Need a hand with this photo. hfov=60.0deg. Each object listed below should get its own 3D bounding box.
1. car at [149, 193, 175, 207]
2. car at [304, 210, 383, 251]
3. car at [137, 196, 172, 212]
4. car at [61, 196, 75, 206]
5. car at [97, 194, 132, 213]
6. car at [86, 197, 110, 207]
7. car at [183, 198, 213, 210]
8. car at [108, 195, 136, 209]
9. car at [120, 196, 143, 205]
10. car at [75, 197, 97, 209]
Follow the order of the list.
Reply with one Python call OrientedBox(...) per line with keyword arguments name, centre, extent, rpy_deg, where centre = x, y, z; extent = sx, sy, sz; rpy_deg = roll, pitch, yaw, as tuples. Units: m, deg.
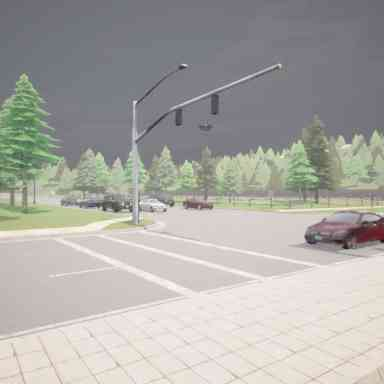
OrientedBox(name="car", centre=(-4.826, 1.221, 50.831), extent=(2.150, 2.045, 5.566), rpy_deg=(0, 0, -35))
OrientedBox(name="car", centre=(6.837, 1.526, 14.275), extent=(4.674, 1.442, 1.812), rpy_deg=(0, 0, -35))
OrientedBox(name="car", centre=(-4.637, 1.526, 38.424), extent=(1.812, 1.442, 4.674), rpy_deg=(0, 0, -35))
OrientedBox(name="car", centre=(-20.055, 1.505, 54.266), extent=(1.837, 1.490, 4.892), rpy_deg=(0, 0, -35))
OrientedBox(name="car", centre=(-8.506, 1.221, 37.825), extent=(2.150, 2.045, 5.566), rpy_deg=(0, 0, -36))
OrientedBox(name="car", centre=(-15.147, 1.547, 53.353), extent=(2.033, 1.411, 5.357), rpy_deg=(0, 0, -35))
OrientedBox(name="car", centre=(0.750, 1.478, 42.900), extent=(1.882, 1.535, 5.008), rpy_deg=(0, 0, -35))
OrientedBox(name="car", centre=(-9.691, 1.352, 45.582), extent=(2.097, 1.767, 4.553), rpy_deg=(0, 0, -35))
OrientedBox(name="car", centre=(-10.950, 1.547, 59.594), extent=(2.033, 1.411, 5.357), rpy_deg=(0, 0, -35))
OrientedBox(name="car", centre=(-14.132, 1.601, 45.813), extent=(1.895, 1.301, 4.718), rpy_deg=(0, 0, -35))
